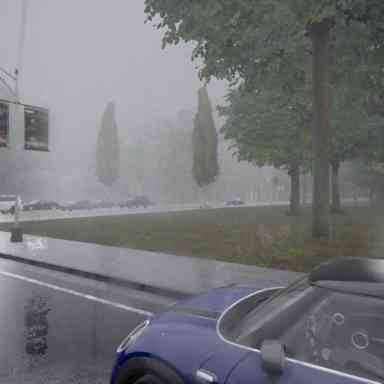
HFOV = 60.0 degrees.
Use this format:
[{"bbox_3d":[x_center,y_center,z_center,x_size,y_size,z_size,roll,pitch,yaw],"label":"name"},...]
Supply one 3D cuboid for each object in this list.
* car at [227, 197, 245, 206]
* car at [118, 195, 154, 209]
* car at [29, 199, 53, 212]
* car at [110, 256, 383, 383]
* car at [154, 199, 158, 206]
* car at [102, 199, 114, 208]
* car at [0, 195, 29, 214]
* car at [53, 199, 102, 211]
[{"bbox_3d":[8.852,1.816,66.558,2.097,1.767,4.553,0,-1,35],"label":"car"},{"bbox_3d":[-9.075,1.512,52.606,2.150,2.045,5.566,0,0,36],"label":"car"},{"bbox_3d":[-19.724,1.693,43.067,1.882,1.535,5.008,0,0,35],"label":"car"},{"bbox_3d":[1.436,1.352,2.665,4.553,1.767,2.097,0,0,36],"label":"car"},{"bbox_3d":[-8.090,1.833,59.626,2.128,1.511,4.902,0,0,36],"label":"car"},{"bbox_3d":[-14.040,1.834,51.185,1.994,1.385,4.181,0,0,35],"label":"car"},{"bbox_3d":[-21.033,1.397,35.541,2.150,2.045,5.566,0,0,34],"label":"car"},{"bbox_3d":[-15.067,1.776,44.055,2.033,1.411,5.357,0,0,35],"label":"car"}]
